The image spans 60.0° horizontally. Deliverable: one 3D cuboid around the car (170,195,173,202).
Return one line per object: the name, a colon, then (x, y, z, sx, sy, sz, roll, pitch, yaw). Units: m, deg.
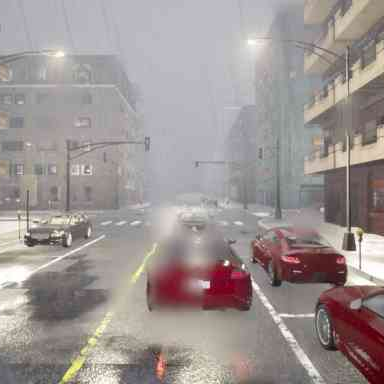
car: (-5.350, 1.448, 64.129, 1.967, 1.590, 4.097, 1, 0, 0)

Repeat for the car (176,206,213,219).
car: (0.125, 1.604, 16.544, 1.895, 1.301, 4.718, 0, 0, 0)

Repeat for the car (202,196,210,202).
car: (3.116, 1.590, 75.381, 1.802, 1.307, 4.206, 1, 0, 0)

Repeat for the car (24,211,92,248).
car: (-5.749, 1.554, 14.751, 2.008, 1.369, 4.403, 1, 0, 0)

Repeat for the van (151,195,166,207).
van: (-5.512, 1.349, 52.796, 1.690, 1.788, 3.998, 1, 0, 0)

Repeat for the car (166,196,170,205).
car: (-5.396, 1.574, 58.459, 1.947, 1.339, 4.313, 1, 0, 0)

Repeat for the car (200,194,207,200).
car: (3.072, 1.558, 69.711, 2.008, 1.369, 4.403, 1, 0, 0)

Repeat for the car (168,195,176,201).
car: (-5.175, 1.554, 86.811, 1.887, 1.381, 4.507, 1, 0, 0)

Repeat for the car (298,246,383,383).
car: (2.672, 1.583, 3.330, 1.802, 1.307, 4.206, 1, 0, 0)

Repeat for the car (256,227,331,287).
car: (2.680, 1.584, 9.001, 1.802, 1.307, 4.206, 1, 0, 0)

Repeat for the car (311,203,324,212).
car: (15.599, 1.518, 36.878, 4.507, 1.381, 1.887, 0, -1, 1)

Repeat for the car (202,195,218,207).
car: (3.035, 1.558, 51.123, 2.008, 1.369, 4.403, 1, 0, 0)

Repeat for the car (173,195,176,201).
car: (-5.264, 1.575, 75.471, 1.947, 1.339, 4.313, 1, 0, 0)

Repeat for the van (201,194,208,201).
van: (3.208, 1.349, 86.721, 1.690, 1.788, 3.998, 1, 0, 0)

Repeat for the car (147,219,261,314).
car: (0.117, 1.566, 7.726, 1.994, 1.385, 4.181, 0, 0, -1)

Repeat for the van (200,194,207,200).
van: (3.252, 1.350, 92.391, 1.690, 1.788, 3.998, 1, 0, 0)
